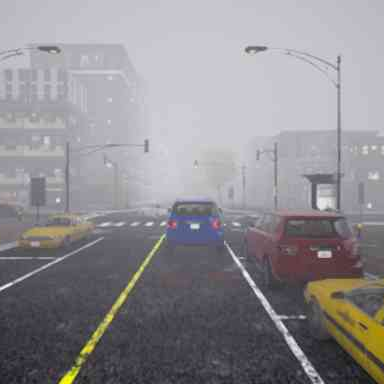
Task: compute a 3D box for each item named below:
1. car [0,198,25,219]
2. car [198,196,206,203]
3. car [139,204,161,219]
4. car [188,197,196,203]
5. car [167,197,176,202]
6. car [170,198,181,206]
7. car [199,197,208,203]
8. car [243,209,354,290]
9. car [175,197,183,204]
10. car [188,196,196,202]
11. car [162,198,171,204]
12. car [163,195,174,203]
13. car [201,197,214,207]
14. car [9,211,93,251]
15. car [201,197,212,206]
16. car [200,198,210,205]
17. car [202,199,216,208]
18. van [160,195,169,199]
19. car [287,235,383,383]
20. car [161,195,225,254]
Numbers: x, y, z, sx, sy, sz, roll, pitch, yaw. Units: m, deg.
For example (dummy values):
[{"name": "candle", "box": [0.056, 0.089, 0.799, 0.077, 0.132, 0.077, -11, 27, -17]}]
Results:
[{"name": "car", "box": [-17.270, 1.396, 28.905, 5.009, 1.841, 2.192, 0, 0, 0]}, {"name": "car", "box": [2.698, 1.933, 86.799, 1.967, 1.590, 4.097, 0, 0, 0]}, {"name": "car", "box": [-3.074, 1.744, 30.613, 1.895, 1.301, 4.718, 0, 0, -36]}, {"name": "car", "box": [0.009, 1.961, 79.800, 1.812, 1.442, 4.674, 0, 0, 0]}, {"name": "car", "box": [-5.682, 2.085, 92.497, 2.008, 1.369, 4.403, 0, 0, 0]}, {"name": "car", "box": [-3.027, 1.847, 61.023, 1.812, 1.442, 4.674, 0, 0, 1]}, {"name": "car", "box": [2.698, 2.003, 81.102, 2.008, 1.369, 4.403, 0, 0, 0]}, {"name": "car", "box": [2.691, 1.357, 9.129, 2.192, 1.841, 5.009, 0, 0, 0]}, {"name": "car", "box": [-2.992, 1.920, 76.993, 1.837, 1.490, 4.892, 0, 0, 0]}, {"name": "car", "box": [0.010, 1.951, 89.808, 2.128, 1.511, 4.902, 0, 0, 0]}, {"name": "car", "box": [-5.684, 1.996, 75.407, 1.802, 1.307, 4.206, 0, 0, 0]}, {"name": "car", "box": [-5.683, 1.768, 81.105, 2.192, 1.841, 5.009, 0, 0, 0]}, {"name": "car", "box": [2.696, 1.745, 58.316, 1.967, 1.590, 4.097, 0, 0, 0]}, {"name": "car", "box": [-5.690, 1.592, 14.499, 1.752, 1.417, 4.829, 0, 0, 0]}, {"name": "car", "box": [2.696, 1.780, 64.012, 1.967, 1.590, 4.097, 0, 0, 0]}, {"name": "car", "box": [2.697, 1.958, 69.708, 1.802, 1.307, 4.206, 0, 0, 0]}, {"name": "car", "box": [2.695, 1.820, 52.618, 2.008, 1.369, 4.403, 0, 0, 0]}, {"name": "van", "box": [-5.685, 1.717, 69.712, 1.690, 1.788, 3.998, 0, 0, 0]}, {"name": "car", "box": [2.691, 1.543, 3.758, 1.752, 1.417, 4.829, 0, 0, 0]}, {"name": "car", "box": [0.113, 1.285, 13.985, 2.150, 2.045, 5.566, 0, 0, 0]}]
